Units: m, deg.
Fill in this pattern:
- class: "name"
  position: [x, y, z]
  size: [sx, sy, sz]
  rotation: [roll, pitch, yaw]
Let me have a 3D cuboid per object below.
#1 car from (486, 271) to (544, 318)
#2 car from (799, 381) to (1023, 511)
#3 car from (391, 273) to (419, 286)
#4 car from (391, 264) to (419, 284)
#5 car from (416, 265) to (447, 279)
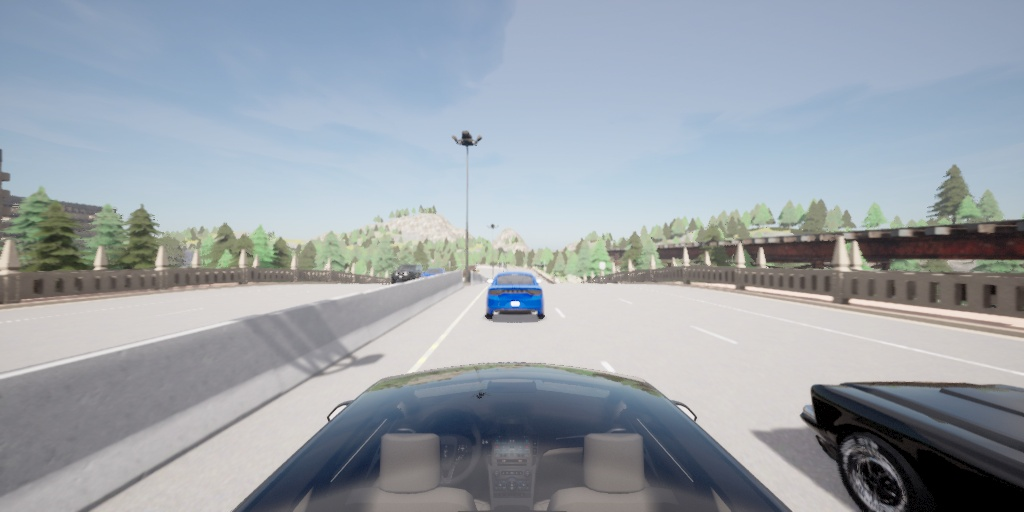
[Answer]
- class: "car"
  position: [0.103, 1.302, 13.344]
  size: [1.882, 1.535, 5.008]
  rotation: [0, 0, 0]
- class: "car"
  position: [3.600, 1.347, 1.152]
  size: [1.895, 1.301, 4.718]
  rotation: [0, 0, 0]
- class: "car"
  position: [-14.061, 3.154, 47.351]
  size: [2.033, 1.411, 5.357]
  rotation: [0, -6, 0]
- class: "car"
  position: [-10.581, 1.831, 36.918]
  size: [2.150, 2.045, 5.566]
  rotation: [0, -4, 0]
- class: "car"
  position: [-7.087, 1.847, 33.380]
  size: [1.882, 1.535, 5.008]
  rotation: [0, -4, 0]
